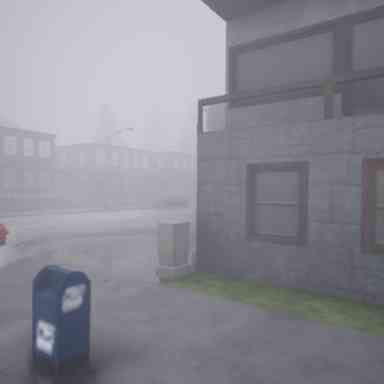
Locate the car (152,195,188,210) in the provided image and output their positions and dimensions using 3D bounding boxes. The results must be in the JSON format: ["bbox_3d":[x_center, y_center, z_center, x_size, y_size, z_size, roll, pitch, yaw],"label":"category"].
[{"bbox_3d":[-2.385,1.137,36.903,2.128,1.511,4.902,1,1,36],"label":"car"}]
